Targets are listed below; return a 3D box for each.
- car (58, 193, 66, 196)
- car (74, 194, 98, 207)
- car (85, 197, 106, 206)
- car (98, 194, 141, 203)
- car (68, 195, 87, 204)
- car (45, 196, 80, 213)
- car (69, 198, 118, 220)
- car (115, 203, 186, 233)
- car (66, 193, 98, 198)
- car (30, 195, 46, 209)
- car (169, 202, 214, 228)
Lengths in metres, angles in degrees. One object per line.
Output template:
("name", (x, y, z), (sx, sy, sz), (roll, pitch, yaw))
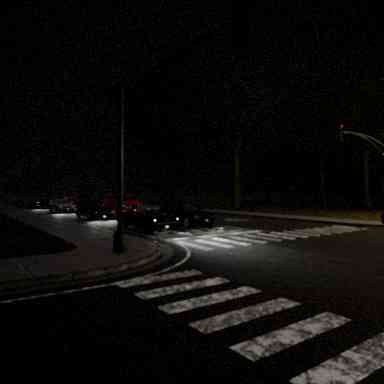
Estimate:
("car", (-21.707, 1.120, 57.538), (2.150, 2.045, 5.566), (0, 0, -36))
("car", (-15.893, 1.270, 49.619), (2.097, 1.767, 4.553), (0, 0, -35))
("car", (-16.079, 1.522, 55.483), (1.895, 1.301, 4.718), (0, 0, -36))
("car", (-6.457, 1.185, 30.840), (2.150, 2.045, 5.566), (0, 0, -36))
("car", (-21.877, 1.395, 63.481), (2.128, 1.511, 4.902), (0, 0, -36))
("car", (-13.932, 1.451, 35.612), (1.812, 1.442, 4.674), (0, 0, -36))
("car", (-8.307, 1.504, 27.855), (2.033, 1.411, 5.357), (0, 0, -36))
("car", (-2.644, 1.593, 20.045), (1.895, 1.301, 4.718), (0, 0, -36))
("car", (-12.748, 1.152, 39.515), (2.150, 2.045, 5.566), (0, 0, -36))
("car", (-19.893, 1.250, 43.889), (2.097, 1.767, 4.553), (0, 0, -35))
("car", (-0.493, 1.479, 22.620), (1.882, 1.535, 5.008), (0, 0, -35))
